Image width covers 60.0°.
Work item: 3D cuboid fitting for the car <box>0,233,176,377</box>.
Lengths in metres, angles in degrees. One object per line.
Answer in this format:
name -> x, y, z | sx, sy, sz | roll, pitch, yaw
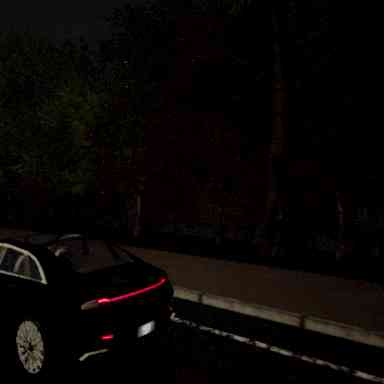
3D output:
car -> -2.531, 1.436, 5.490 | 4.902, 1.511, 2.128 | 1, 0, 36
